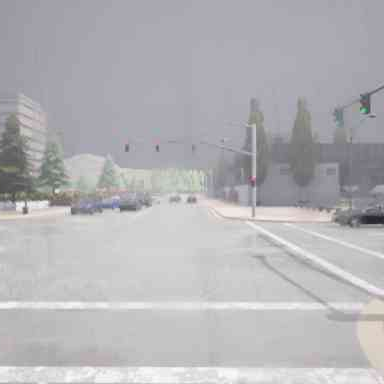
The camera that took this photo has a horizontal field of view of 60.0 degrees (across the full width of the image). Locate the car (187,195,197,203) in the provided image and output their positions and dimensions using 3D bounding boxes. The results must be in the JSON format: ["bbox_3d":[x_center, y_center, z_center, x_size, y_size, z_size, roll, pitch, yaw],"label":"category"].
[{"bbox_3d":[-0.041,1.469,66.494,1.882,1.535,5.008,0,0,0],"label":"car"}]

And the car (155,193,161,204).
[{"bbox_3d":[-7.079,1.216,62.020,2.150,2.045,5.566,0,0,0],"label":"car"}]

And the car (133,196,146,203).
[{"bbox_3d":[-10.548,1.549,67.318,1.994,1.385,4.181,0,0,0],"label":"car"}]

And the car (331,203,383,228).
[{"bbox_3d":[11.534,1.489,21.361,4.902,1.511,2.128,0,0,-1],"label":"car"}]

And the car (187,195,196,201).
[{"bbox_3d":[-0.048,1.398,76.864,1.994,1.385,4.181,0,0,0],"label":"car"}]

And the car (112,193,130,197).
[{"bbox_3d":[-10.618,1.348,51.821,2.097,1.767,4.553,0,0,0],"label":"car"}]

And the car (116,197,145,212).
[{"bbox_3d":[-7.108,1.596,38.686,1.895,1.301,4.718,0,0,0],"label":"car"}]

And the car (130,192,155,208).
[{"bbox_3d":[-7.105,1.215,48.423,2.150,2.045,5.566,0,0,0],"label":"car"}]

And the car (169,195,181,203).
[{"bbox_3d":[-3.541,1.497,66.492,1.837,1.490,4.892,0,0,0],"label":"car"}]

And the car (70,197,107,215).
[{"bbox_3d":[-10.679,1.348,33.993,2.097,1.767,4.553,0,0,2],"label":"car"}]

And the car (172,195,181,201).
[{"bbox_3d":[-3.548,1.398,76.862,1.994,1.385,4.181,0,0,0],"label":"car"}]

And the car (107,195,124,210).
[{"bbox_3d":[-10.618,1.472,43.128,1.882,1.535,5.008,0,0,0],"label":"car"}]
